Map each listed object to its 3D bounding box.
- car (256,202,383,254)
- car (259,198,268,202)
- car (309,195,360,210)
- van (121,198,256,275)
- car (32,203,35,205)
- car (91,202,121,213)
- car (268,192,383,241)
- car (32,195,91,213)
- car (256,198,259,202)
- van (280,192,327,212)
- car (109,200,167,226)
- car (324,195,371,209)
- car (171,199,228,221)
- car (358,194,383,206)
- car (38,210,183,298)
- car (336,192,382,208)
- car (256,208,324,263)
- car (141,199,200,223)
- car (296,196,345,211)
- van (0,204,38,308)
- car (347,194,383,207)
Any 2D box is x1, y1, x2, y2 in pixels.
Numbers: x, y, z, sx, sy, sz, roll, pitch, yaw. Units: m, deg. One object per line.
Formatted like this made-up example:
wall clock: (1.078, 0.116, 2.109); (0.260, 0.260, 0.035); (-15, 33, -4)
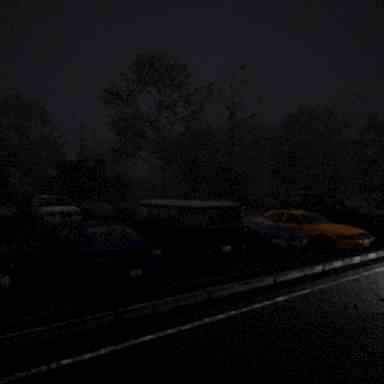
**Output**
car: (4.385, 1.389, 13.496); (1.946, 1.575, 5.366); (-1, 0, -36)
car: (7.297, 1.285, 31.844); (2.163, 1.488, 4.792); (-1, 0, -36)
car: (16.316, 1.139, 38.317); (2.097, 1.535, 5.008); (-1, 0, -36)
van: (-0.353, 1.225, 10.481); (1.878, 1.987, 4.442); (-1, 0, -36)
car: (-10.782, 1.491, 18.954); (2.231, 1.521, 4.892); (-1, 0, -36)
car: (-6.273, 1.431, 22.190); (2.097, 1.535, 5.008); (-1, 0, -36)
car: (6.573, 1.111, 15.252); (2.435, 2.045, 5.566); (-1, 0, -36)
car: (-8.514, 1.210, 20.547); (2.435, 2.045, 5.566); (-1, 0, -36)
car: (2.871, 1.311, 28.488); (1.946, 1.575, 5.366); (-1, 0, -36)
van: (11.726, 0.971, 35.187); (1.878, 1.987, 4.442); (-1, 0, -36)
car: (-4.014, 1.402, 23.804); (2.097, 1.535, 5.008); (-1, 0, -36)
car: (18.573, 1.151, 39.933); (2.002, 1.452, 4.674); (-1, 0, -36)
car: (0.488, 1.373, 27.050); (2.163, 1.488, 4.792); (-1, 0, -36)
car: (25.349, 1.027, 44.770); (2.231, 1.521, 4.892); (-1, 0, -36)
car: (-2.561, 1.481, 8.753); (2.097, 1.535, 5.008); (-1, 0, -36)
car: (20.810, 0.956, 41.573); (2.185, 1.767, 4.553); (-1, 0, -36)
car: (1.996, 1.461, 12.019); (2.002, 1.452, 4.674); (-1, 0, -36)
car: (-1.756, 1.374, 25.418); (2.231, 1.521, 4.892); (-1, 0, -36)
car: (14.056, 1.208, 36.704); (2.002, 1.452, 4.674); (-1, 0, -36)
van: (-4.782, 1.283, 7.030); (1.878, 1.987, 4.442); (-1, 0, -36)
car: (23.084, 1.054, 43.166); (2.097, 1.535, 5.008); (-1, 0, -36)
